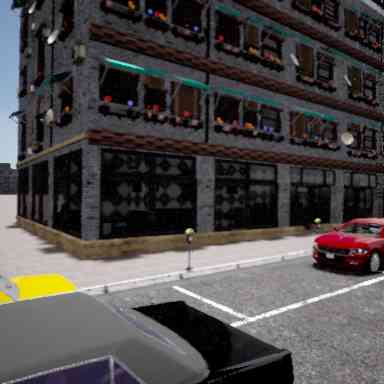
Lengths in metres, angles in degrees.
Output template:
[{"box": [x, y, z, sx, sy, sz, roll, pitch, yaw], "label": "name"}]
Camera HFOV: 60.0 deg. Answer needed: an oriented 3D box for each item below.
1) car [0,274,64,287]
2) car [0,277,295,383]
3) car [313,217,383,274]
[{"box": [-3.744, 1.527, 3.841, 4.829, 1.417, 1.752, 0, 1, -35], "label": "car"}, {"box": [-1.498, 1.601, 2.310, 4.718, 1.301, 1.895, 0, 0, -35], "label": "car"}, {"box": [5.677, 1.528, 10.546, 4.507, 1.381, 1.887, 0, 1, -35], "label": "car"}]
